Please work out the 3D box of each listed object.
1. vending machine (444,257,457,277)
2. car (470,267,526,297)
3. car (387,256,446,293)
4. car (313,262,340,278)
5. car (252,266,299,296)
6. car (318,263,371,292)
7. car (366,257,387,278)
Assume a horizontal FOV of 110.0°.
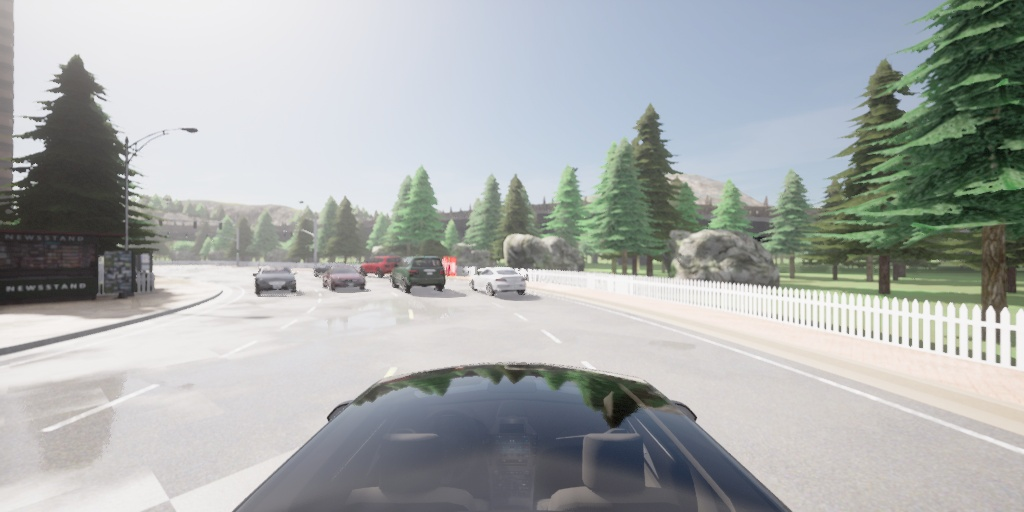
[{"bbox_3d":[-5.920,1.044,34.350,1.100,2.100,0.880,0,0,-43],"label":"vending machine"},{"bbox_3d":[-0.804,1.328,19.474,1.812,1.442,4.674,0,0,-24],"label":"car"},{"bbox_3d":[-5.711,1.034,21.516,2.150,2.045,5.566,0,0,-29],"label":"car"},{"bbox_3d":[-17.270,1.345,34.412,4.902,1.511,2.128,0,0,39],"label":"car"},{"bbox_3d":[-13.249,1.302,20.087,2.128,1.511,4.902,0,0,-35],"label":"car"},{"bbox_3d":[-10.440,1.341,22.148,1.812,1.442,4.674,0,0,-36],"label":"car"},{"bbox_3d":[-12.871,1.076,35.347,5.566,2.045,2.150,0,0,41],"label":"car"}]
